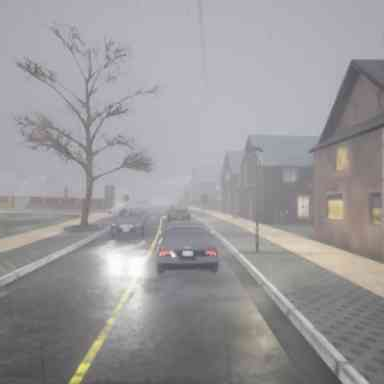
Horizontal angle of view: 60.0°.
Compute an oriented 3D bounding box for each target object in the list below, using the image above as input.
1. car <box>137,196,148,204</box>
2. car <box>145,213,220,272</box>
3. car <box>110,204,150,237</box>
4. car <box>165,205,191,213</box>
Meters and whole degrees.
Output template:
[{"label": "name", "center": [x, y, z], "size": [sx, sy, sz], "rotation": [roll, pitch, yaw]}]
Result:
[{"label": "car", "center": [-11.178, 1.994, 75.060], "size": [2.150, 2.045, 5.566], "rotation": [0, -1, -12]}, {"label": "car", "center": [-0.184, 1.665, 11.128], "size": [2.033, 1.411, 5.357], "rotation": [0, -1, -2]}, {"label": "car", "center": [-3.488, 1.694, 19.361], "size": [2.128, 1.511, 4.902], "rotation": [0, -1, -3]}, {"label": "car", "center": [-1.108, 1.774, 27.057], "size": [2.128, 1.511, 4.902], "rotation": [0, -1, -4]}]
